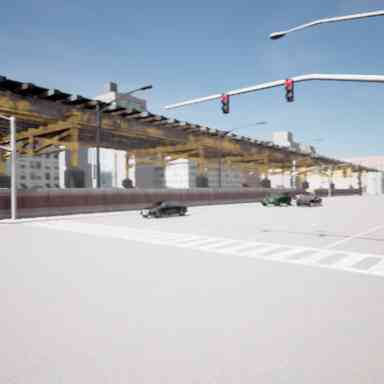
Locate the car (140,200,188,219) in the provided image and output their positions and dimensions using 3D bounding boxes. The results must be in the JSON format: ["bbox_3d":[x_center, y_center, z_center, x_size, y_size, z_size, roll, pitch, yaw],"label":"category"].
[{"bbox_3d":[-2.305,1.416,28.412,1.812,1.442,4.674,0,1,41],"label":"car"}]

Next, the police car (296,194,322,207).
[{"bbox_3d":[15.251,1.093,43.254,1.930,1.638,5.238,0,0,41],"label":"police car"}]

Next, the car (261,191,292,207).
[{"bbox_3d":[11.272,0.920,44.133,2.150,2.045,5.566,0,0,41],"label":"car"}]
